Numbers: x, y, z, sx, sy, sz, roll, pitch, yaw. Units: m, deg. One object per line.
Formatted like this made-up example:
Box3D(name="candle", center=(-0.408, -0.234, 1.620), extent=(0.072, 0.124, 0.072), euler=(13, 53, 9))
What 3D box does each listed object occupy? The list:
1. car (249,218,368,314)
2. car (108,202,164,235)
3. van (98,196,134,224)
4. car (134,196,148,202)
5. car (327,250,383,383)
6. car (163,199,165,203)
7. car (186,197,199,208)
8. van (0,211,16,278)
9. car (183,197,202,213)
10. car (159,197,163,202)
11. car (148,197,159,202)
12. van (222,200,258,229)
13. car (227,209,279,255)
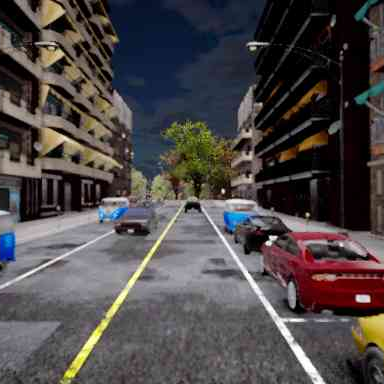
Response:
Box3D(name="car", center=(2.704, 1.547, 7.485), extent=(1.887, 1.381, 4.507), euler=(1, 0, 0))
Box3D(name="car", center=(-3.033, 1.553, 19.240), extent=(2.033, 1.411, 5.357), euler=(0, 0, 1))
Box3D(name="van", center=(-5.679, 1.349, 24.508), extent=(1.690, 1.788, 3.998), euler=(1, 0, 0))
Box3D(name="car", center=(-5.679, 1.326, 30.169), extent=(2.192, 1.841, 5.009), euler=(1, 0, 0))
Box3D(name="car", center=(2.702, 1.526, 1.994), extent=(1.752, 1.417, 4.829), euler=(1, 0, 0))
Box3D(name="car", center=(-5.779, 1.582, 58.474), extent=(2.008, 1.369, 4.403), euler=(1, 0, 0))
Box3D(name="car", center=(0.094, 1.503, 51.145), extent=(1.882, 1.535, 5.008), euler=(0, 0, 0))
Box3D(name="van", center=(-5.677, 1.343, 7.523), extent=(1.690, 1.788, 3.998), euler=(1, 0, 0))
Box3D(name="car", center=(0.096, 1.521, 37.570), extent=(1.837, 1.490, 4.892), euler=(0, 0, 0))
Box3D(name="car", center=(-5.685, 1.573, 47.155), extent=(2.008, 1.369, 4.403), euler=(1, 0, 0))
Box3D(name="car", center=(-5.684, 1.584, 41.493), extent=(1.947, 1.339, 4.313), euler=(1, 0, 0))
Box3D(name="van", center=(2.688, 1.347, 18.808), extent=(1.690, 1.788, 3.998), euler=(1, 0, 0))
Box3D(name="car", center=(2.707, 1.570, 13.147), extent=(1.947, 1.339, 4.313), euler=(1, 0, 0))
